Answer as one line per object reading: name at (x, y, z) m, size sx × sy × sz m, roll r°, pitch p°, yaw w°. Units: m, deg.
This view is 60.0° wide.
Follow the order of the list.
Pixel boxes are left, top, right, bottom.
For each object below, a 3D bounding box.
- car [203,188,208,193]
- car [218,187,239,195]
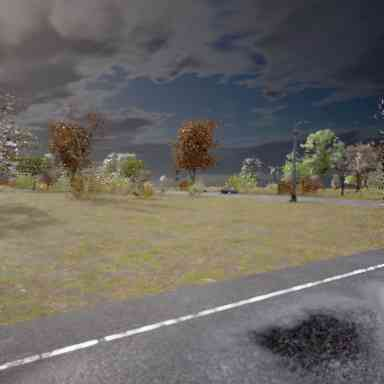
car at (1.569, -0.590, 73.544) m, size 1.994 × 1.385 × 4.181 m, roll 0°, pitch 2°, yaw -36°
car at (7.156, -0.233, 65.747) m, size 1.837 × 1.490 × 4.892 m, roll 0°, pitch 2°, yaw -36°
